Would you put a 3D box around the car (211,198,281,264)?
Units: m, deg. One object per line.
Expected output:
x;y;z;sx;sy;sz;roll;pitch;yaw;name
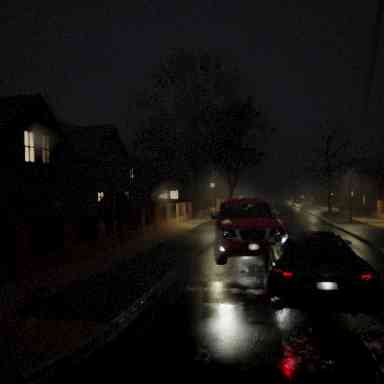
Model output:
1.919;1.270;12.411;2.150;2.045;5.566;-2;-1;3;car

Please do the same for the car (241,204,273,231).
4.374;1.585;21.935;1.812;1.442;4.674;-1;0;13;car

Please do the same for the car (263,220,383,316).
2.739;1.586;7.658;1.994;1.385;4.181;-1;-1;12;car

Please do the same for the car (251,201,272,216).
7.108;1.635;33.792;1.994;1.385;4.181;-1;0;13;car
